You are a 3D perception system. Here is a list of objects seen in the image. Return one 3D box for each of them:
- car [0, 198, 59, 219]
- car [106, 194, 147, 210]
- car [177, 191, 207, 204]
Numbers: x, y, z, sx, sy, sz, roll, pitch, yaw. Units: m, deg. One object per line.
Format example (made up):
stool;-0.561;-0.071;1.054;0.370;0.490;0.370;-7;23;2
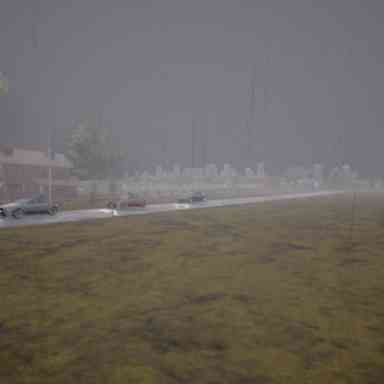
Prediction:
car;-12.209;1.136;24.871;1.994;1.385;4.181;2;2;34
car;-6.397;0.939;32.889;1.994;1.385;4.181;2;2;36
car;0.072;0.652;41.840;1.837;1.490;4.892;2;3;36
